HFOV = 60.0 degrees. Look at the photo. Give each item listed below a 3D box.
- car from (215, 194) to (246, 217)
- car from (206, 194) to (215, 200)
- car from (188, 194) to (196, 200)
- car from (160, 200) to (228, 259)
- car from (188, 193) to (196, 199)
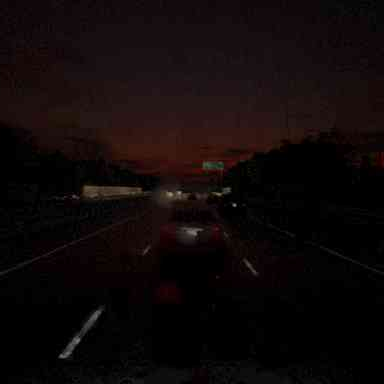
[{"bbox_3d":[3.601,1.200,30.781,2.150,2.045,5.566,0,0,0],"label":"car"},{"bbox_3d":[3.603,1.241,57.250,2.097,1.767,4.553,0,0,0],"label":"car"},{"bbox_3d":[0.031,1.284,77.821,1.837,1.490,4.892,0,0,0],"label":"car"},{"bbox_3d":[0.004,1.348,12.769,2.097,1.767,4.553,0,0,0],"label":"car"},{"bbox_3d":[0.110,1.202,93.390,2.128,1.511,4.902,0,0,0],"label":"car"}]
